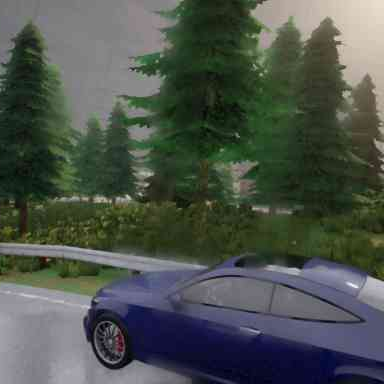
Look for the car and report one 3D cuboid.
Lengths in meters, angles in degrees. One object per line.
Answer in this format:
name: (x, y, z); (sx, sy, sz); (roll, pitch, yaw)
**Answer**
car: (0.761, 1.499, 4.094); (4.674, 1.442, 1.812); (1, 1, 31)
